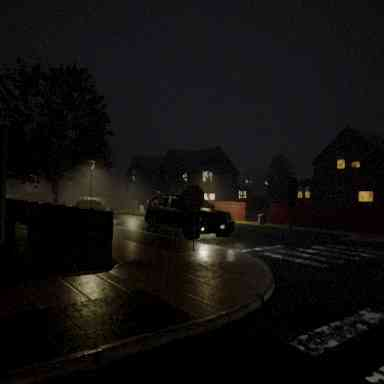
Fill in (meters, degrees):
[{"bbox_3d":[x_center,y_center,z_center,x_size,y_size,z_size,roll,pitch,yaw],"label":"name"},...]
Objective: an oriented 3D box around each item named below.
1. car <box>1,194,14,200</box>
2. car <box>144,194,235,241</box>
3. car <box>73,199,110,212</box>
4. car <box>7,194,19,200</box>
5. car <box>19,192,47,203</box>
[{"bbox_3d":[-44.939,1.132,81.104,2.033,1.411,5.357,2,-1,-37],"label":"car"},{"bbox_3d":[-0.325,1.145,16.779,2.150,2.045,5.566,2,0,-37],"label":"car"},{"bbox_3d":[-8.398,1.379,27.541,1.837,1.490,4.892,2,-1,-37],"label":"car"},{"bbox_3d":[-38.708,1.092,72.785,2.128,1.511,4.902,2,-1,-37],"label":"car"},{"bbox_3d":[-21.230,1.006,44.855,2.150,2.045,5.566,2,-1,-37],"label":"car"}]
